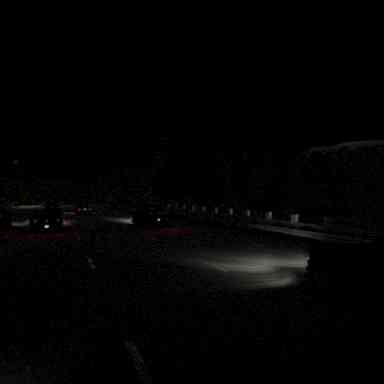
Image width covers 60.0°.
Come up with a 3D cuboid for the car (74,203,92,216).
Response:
[{"bbox_3d":[-13.185,2.098,40.320,2.033,1.411,5.357,0,-1,-22],"label":"car"}]

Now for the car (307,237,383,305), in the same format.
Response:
[{"bbox_3d":[4.335,1.475,6.203,1.882,1.535,5.008,0,0,-22],"label":"car"}]

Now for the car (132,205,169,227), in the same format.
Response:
[{"bbox_3d":[-3.162,1.708,24.809,2.128,1.511,4.902,0,-1,-22],"label":"car"}]

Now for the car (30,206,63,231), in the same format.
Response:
[{"bbox_3d":[-9.743,1.839,22.413,1.895,1.301,4.718,0,-1,-22],"label":"car"}]

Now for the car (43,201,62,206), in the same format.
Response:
[{"bbox_3d":[-17.186,1.948,40.878,2.097,1.767,4.553,0,-1,-22],"label":"car"}]

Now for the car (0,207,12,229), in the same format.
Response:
[{"bbox_3d":[-13.863,1.764,23.272,1.882,1.535,5.008,0,-1,-22],"label":"car"}]
